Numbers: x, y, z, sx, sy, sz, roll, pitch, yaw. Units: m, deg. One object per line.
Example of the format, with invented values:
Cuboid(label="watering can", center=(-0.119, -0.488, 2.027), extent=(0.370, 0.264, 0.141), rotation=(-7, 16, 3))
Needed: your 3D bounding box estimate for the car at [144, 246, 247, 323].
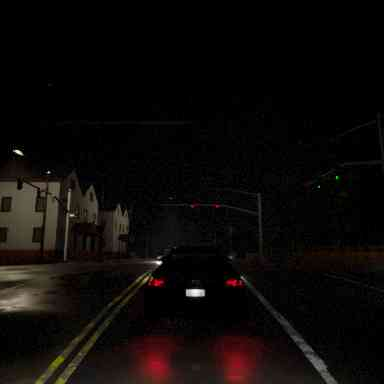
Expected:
Cuboid(label="car", center=(0.072, 1.985, 7.896), extent=(1.994, 1.385, 4.181), rotation=(0, -7, 0))

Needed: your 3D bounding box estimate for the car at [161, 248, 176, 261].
Cuboid(label="car", center=(-3.590, 9.722, 51.666), extent=(2.097, 1.767, 4.553), rotation=(0, -11, 0))

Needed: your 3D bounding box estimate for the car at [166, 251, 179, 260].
Cuboid(label="car", center=(-3.557, 11.954, 62.493), extent=(2.128, 1.511, 4.902), rotation=(0, -11, 0))

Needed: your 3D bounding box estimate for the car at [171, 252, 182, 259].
Cuboid(label="car", center=(-3.504, 14.643, 76.255), extent=(2.128, 1.511, 4.902), rotation=(0, -11, 0))

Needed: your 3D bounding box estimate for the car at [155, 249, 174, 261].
Cuboid(label="car", center=(-3.589, 8.371, 43.933), extent=(2.128, 1.511, 4.902), rotation=(0, -11, 0))
